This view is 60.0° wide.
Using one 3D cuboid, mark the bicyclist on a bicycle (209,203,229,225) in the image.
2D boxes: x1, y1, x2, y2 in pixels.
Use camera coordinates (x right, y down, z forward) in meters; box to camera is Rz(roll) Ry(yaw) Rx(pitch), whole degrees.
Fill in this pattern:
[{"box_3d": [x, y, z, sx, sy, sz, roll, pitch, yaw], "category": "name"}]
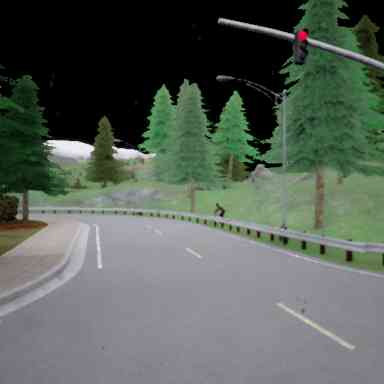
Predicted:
[{"box_3d": [2.031, 1.660, 24.888, 1.656, 1.620, 0.582, 0, 1, -16], "category": "bicyclist on a bicycle"}]
